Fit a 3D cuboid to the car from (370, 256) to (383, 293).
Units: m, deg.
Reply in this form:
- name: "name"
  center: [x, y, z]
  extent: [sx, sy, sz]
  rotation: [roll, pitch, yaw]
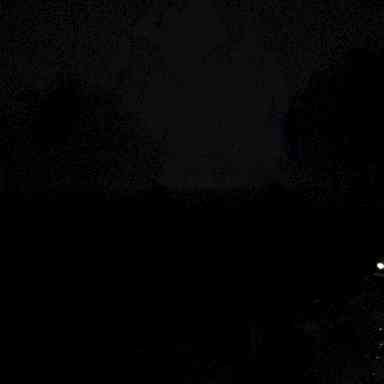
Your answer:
- name: "car"
  center: [6.026, 1.581, 7.328]
  extent: [4.718, 1.301, 1.895]
  rotation: [0, 0, -33]
